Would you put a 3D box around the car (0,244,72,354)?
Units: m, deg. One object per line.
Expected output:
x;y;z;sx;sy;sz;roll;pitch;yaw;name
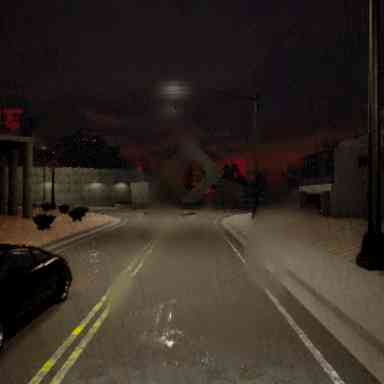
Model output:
-3.593;1.605;5.562;1.994;1.385;4.181;0;0;0;car

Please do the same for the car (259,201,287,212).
10.691;1.880;44.368;4.181;1.385;1.994;0;0;-35;car
